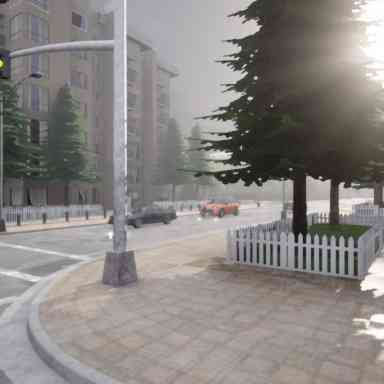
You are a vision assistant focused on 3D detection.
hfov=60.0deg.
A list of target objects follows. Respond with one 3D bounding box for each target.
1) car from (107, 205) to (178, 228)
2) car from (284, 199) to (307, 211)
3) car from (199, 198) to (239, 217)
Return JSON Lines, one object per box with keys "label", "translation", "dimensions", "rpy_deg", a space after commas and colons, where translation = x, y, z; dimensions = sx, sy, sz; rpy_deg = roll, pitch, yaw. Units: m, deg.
{"label": "car", "translation": [-3.135, 1.562, 22.479], "dimensions": [2.033, 1.411, 5.357], "rpy_deg": [0, 0, 34]}
{"label": "car", "translation": [11.952, 1.540, 38.452], "dimensions": [1.812, 1.442, 4.674], "rpy_deg": [0, 0, 33]}
{"label": "car", "translation": [2.586, 1.366, 31.021], "dimensions": [2.097, 1.767, 4.553], "rpy_deg": [0, 0, 34]}
